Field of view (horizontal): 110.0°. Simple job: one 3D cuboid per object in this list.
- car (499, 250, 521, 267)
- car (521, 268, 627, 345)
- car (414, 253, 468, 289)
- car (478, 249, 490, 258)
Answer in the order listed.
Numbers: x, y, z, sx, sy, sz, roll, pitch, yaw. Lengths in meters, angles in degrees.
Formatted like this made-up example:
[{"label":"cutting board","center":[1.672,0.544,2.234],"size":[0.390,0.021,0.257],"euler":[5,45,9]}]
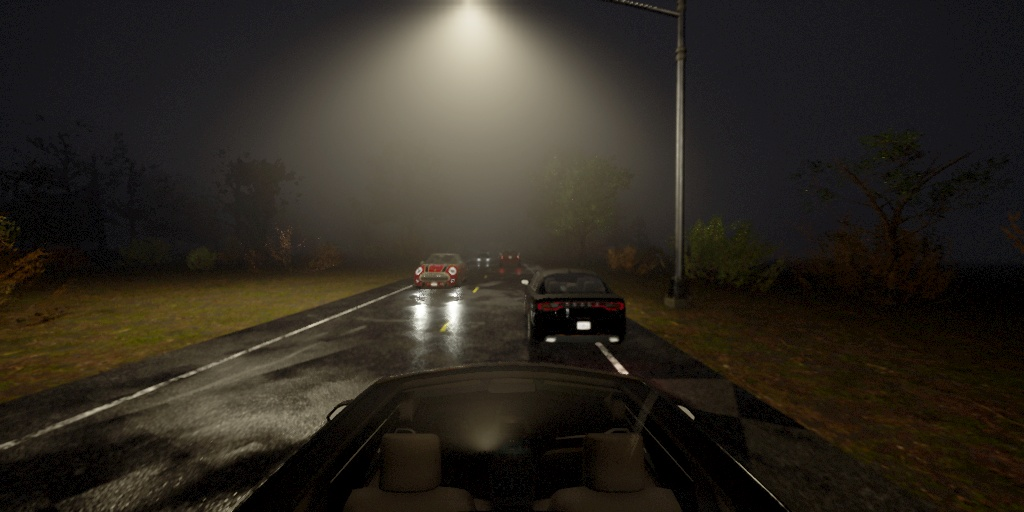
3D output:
[{"label":"car","center":[-0.220,0.114,36.975],"size":[2.097,1.767,4.553],"euler":[0,2,-1]},{"label":"car","center":[1.289,1.026,8.894],"size":[1.882,1.535,5.008],"euler":[0,2,0]},{"label":"car","center":[-3.574,0.644,18.654],"size":[2.097,1.767,4.553],"euler":[0,2,0]},{"label":"car","center":[-4.819,-0.413,61.096],"size":[1.837,1.490,4.892],"euler":[0,2,-2]}]
